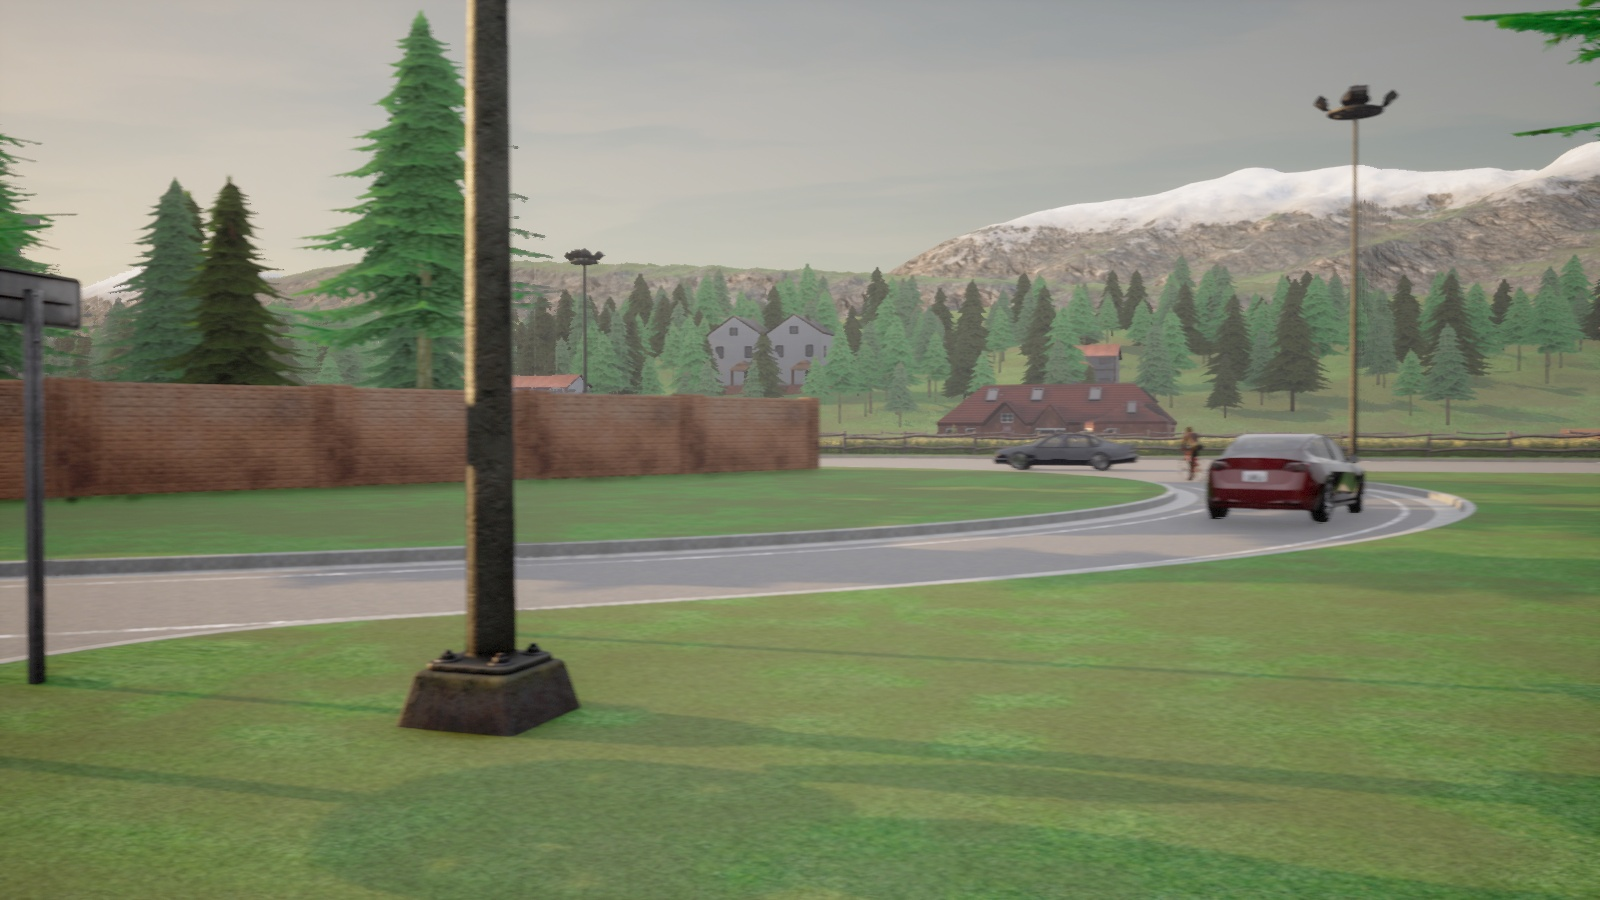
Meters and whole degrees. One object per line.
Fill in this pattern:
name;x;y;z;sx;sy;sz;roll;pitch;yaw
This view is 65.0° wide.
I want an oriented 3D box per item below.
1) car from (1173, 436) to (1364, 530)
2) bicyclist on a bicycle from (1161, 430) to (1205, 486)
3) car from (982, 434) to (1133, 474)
car;8.541;0.497;22.605;2.163;1.488;4.792;1;1;34
bicyclist on a bicycle;11.421;0.218;37.470;0.582;1.620;1.656;-1;2;-9
car;9.754;0.134;47.540;5.357;1.411;2.033;1;1;19
